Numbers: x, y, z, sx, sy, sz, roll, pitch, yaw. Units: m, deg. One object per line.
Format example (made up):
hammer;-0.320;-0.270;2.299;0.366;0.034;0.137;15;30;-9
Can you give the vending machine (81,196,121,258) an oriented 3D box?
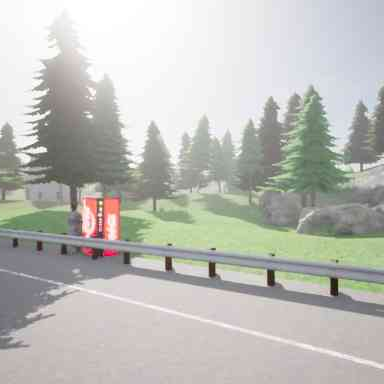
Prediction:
vending machine;-3.292;1.195;12.045;0.880;2.100;1.100;0;0;33

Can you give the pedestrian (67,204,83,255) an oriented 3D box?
pedestrian;-4.206;1.293;11.939;0.375;1.860;0.375;0;0;32
